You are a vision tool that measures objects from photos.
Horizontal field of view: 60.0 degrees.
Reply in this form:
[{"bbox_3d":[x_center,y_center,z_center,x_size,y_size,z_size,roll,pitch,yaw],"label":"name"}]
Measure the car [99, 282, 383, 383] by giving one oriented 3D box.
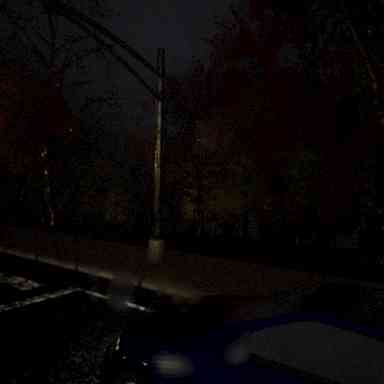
[{"bbox_3d":[1.131,1.552,2.876,4.181,1.385,1.994,1,1,35],"label":"car"}]
